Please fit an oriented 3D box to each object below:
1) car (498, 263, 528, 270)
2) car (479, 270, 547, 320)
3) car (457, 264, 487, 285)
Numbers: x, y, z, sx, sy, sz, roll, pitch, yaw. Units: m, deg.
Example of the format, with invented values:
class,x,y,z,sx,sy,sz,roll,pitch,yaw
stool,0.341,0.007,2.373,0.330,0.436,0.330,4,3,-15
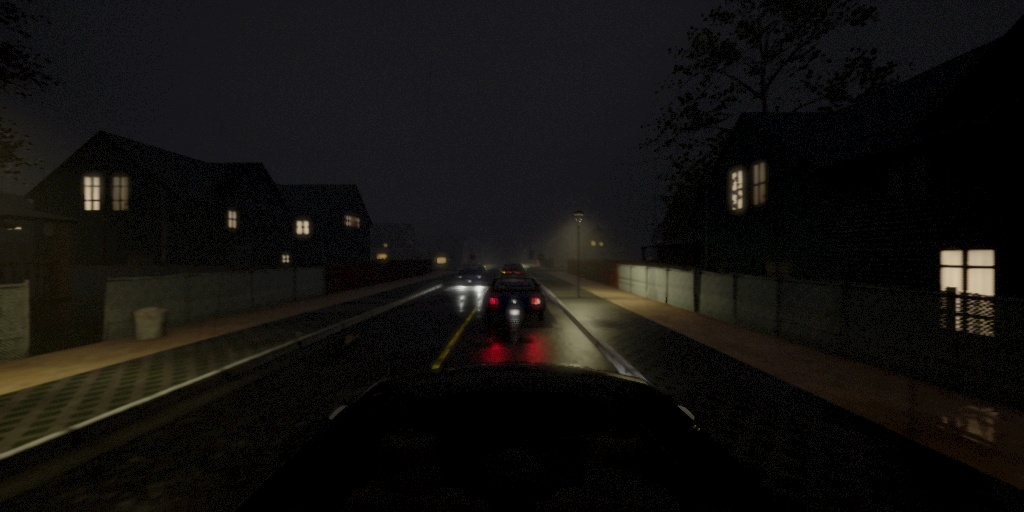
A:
class,x,y,z,sx,sy,sz,roll,pitch,yaw
car,0.084,1.275,26.256,1.837,1.490,4.892,0,0,0
car,0.090,1.350,12.593,1.895,1.301,4.718,0,0,0
car,-2.833,1.319,26.722,2.033,1.411,5.357,0,0,0
